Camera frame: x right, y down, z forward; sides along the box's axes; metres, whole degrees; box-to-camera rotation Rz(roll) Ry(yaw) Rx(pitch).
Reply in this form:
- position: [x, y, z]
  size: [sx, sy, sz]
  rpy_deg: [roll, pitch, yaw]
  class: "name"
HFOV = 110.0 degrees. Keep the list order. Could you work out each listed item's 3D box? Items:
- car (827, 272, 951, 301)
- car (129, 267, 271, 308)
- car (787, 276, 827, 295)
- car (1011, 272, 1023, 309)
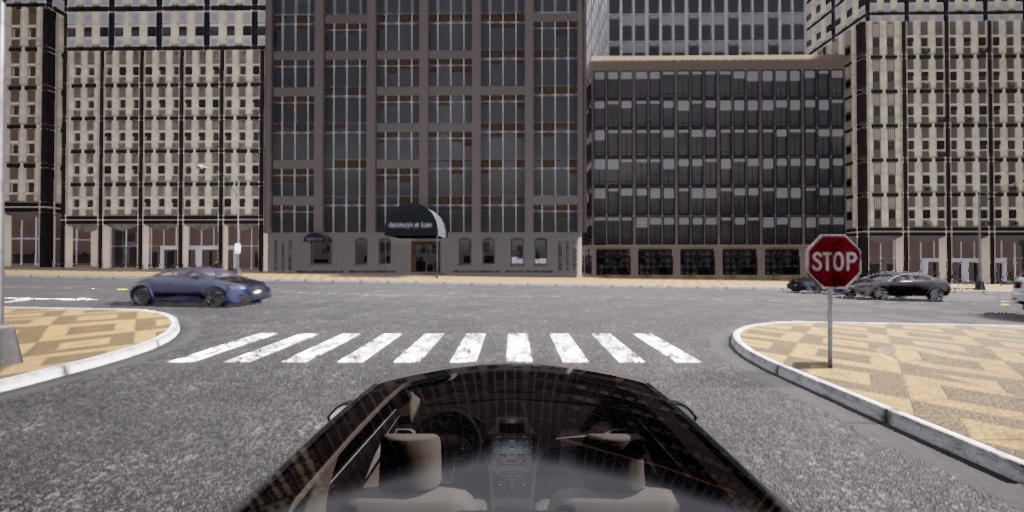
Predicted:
- position: [20.768, 1.613, 19.592]
  size: [4.902, 1.511, 2.128]
  rpy_deg: [1, -1, 1]
  class: "car"
- position: [-11.497, 1.109, 13.410]
  size: [4.181, 1.385, 1.994]
  rpy_deg: [1, -1, 1]
  class: "car"
- position: [20.083, 1.705, 22.851]
  size: [4.181, 1.385, 1.994]
  rpy_deg: [1, -1, 1]
  class: "car"
- position: [21.941, 1.299, 12.982]
  size: [5.566, 2.045, 2.150]
  rpy_deg: [1, -1, 1]
  class: "car"
